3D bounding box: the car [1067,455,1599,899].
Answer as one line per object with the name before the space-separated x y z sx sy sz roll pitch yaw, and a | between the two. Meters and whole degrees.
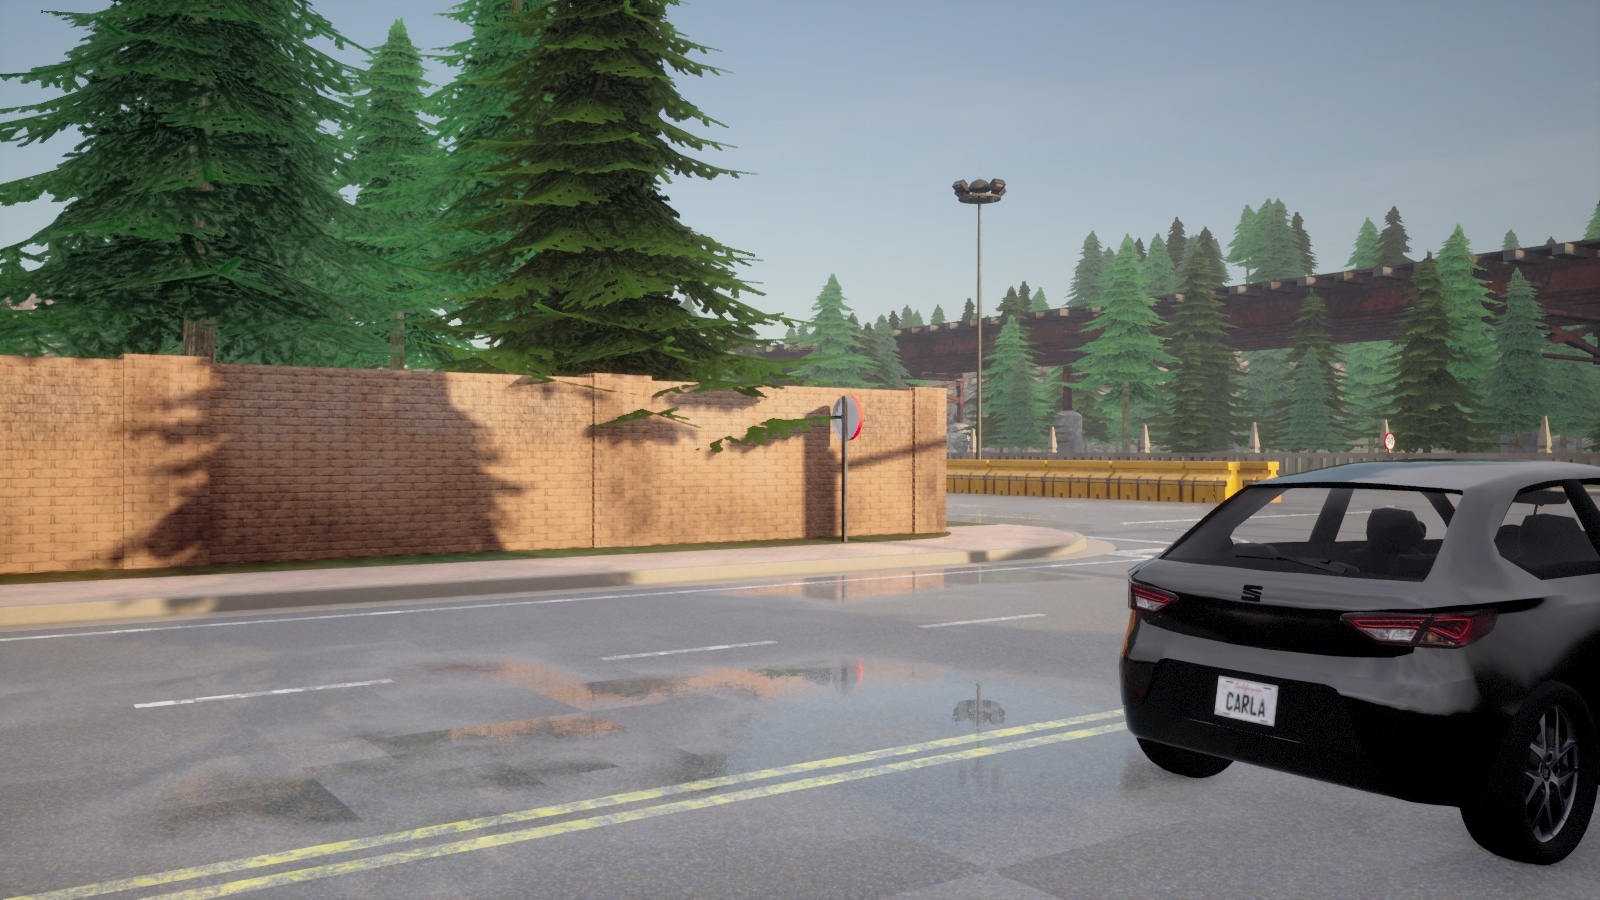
car | 3.427 0.766 6.046 4.193 1.474 1.816 0 0 -35
